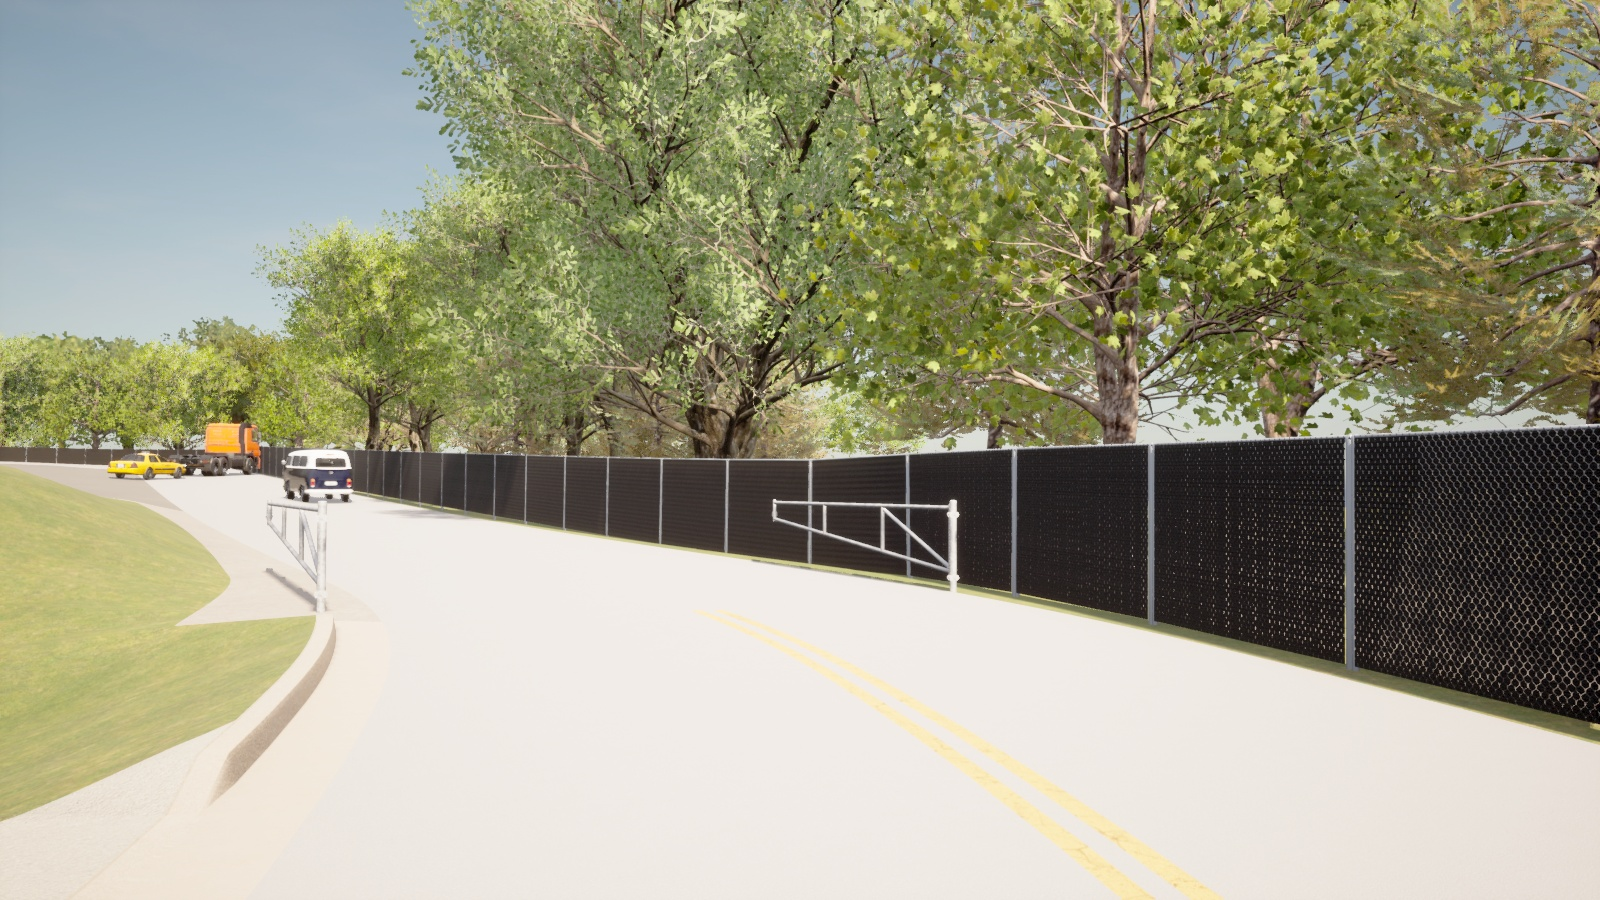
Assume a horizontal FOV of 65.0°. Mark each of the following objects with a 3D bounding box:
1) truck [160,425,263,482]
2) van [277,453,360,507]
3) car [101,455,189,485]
[{"bbox_3d":[-37.782,0.208,80.932,2.891,3.462,7.936,1,0,0],"label":"truck"},{"bbox_3d":[-19.166,1.145,49.841,2.069,2.038,4.480,1,0,-34],"label":"van"},{"bbox_3d":[-36.675,1.127,70.474,1.801,1.575,5.366,1,0,4],"label":"car"}]
